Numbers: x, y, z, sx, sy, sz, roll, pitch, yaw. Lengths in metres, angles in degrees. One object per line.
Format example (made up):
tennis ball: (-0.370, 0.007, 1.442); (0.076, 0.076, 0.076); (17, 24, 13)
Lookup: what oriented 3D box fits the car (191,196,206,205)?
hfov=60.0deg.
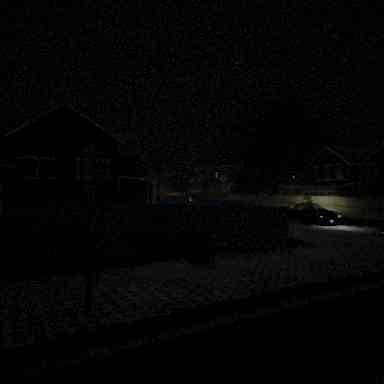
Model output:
car: (1.122, 1.298, 44.411); (2.033, 1.411, 5.357); (0, 0, -21)

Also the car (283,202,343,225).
car: (7.943, 1.415, 23.215); (2.033, 1.411, 5.357); (0, 0, -16)
